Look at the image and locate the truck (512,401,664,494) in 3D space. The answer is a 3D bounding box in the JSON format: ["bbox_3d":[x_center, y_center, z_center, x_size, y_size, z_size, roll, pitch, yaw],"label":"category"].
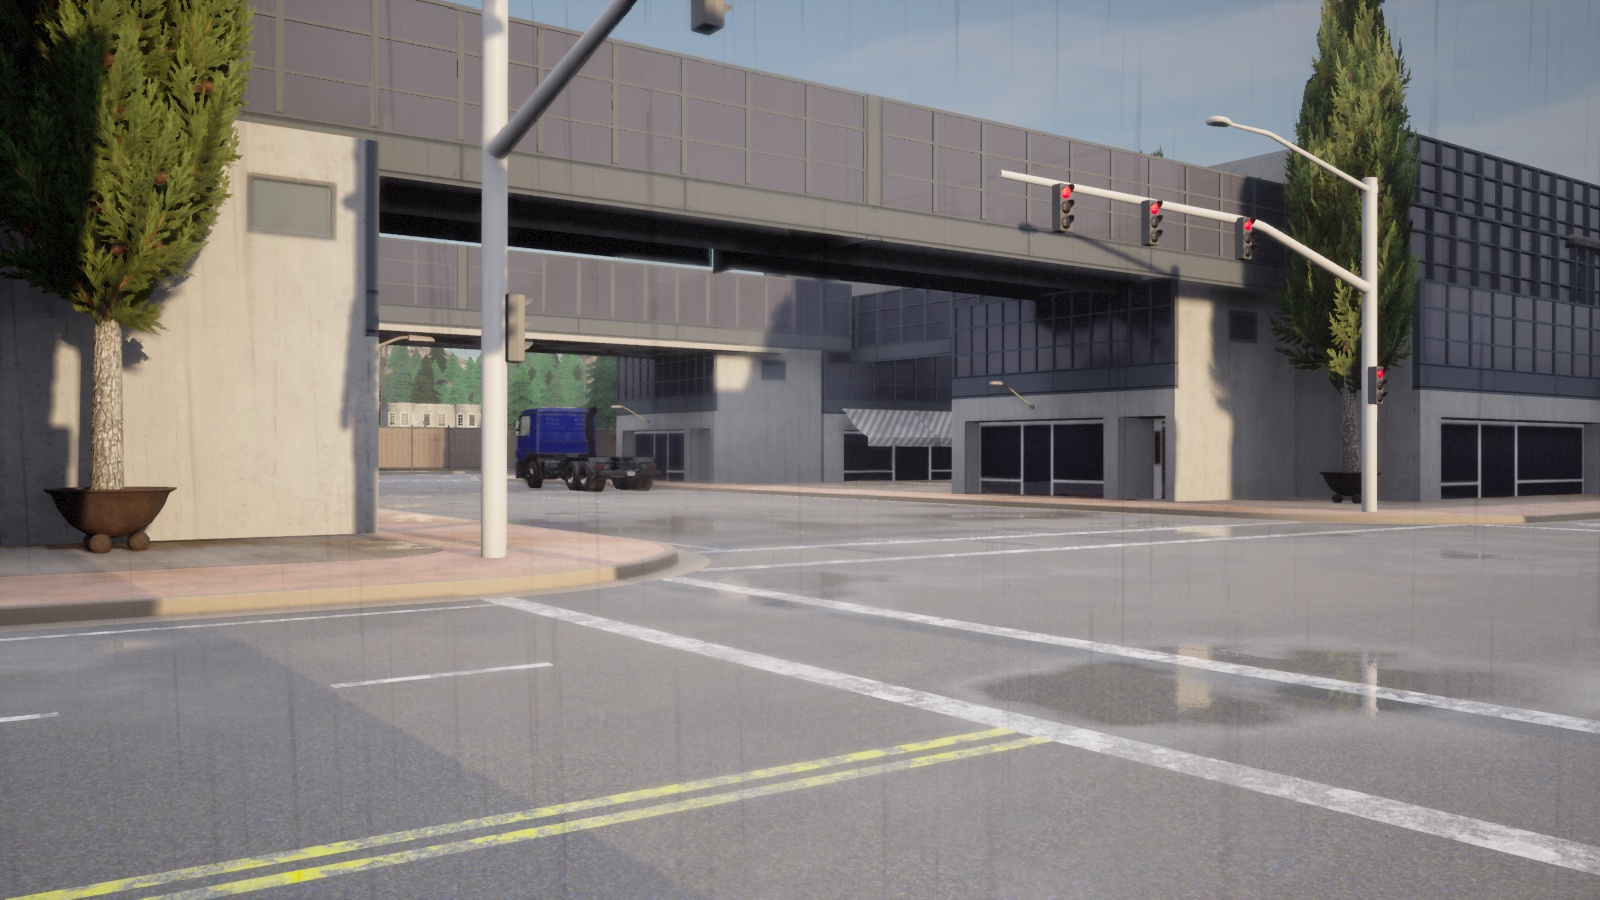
[{"bbox_3d":[-8.721,-0.094,50.911,2.891,3.462,7.936,0,0,-36],"label":"truck"}]
